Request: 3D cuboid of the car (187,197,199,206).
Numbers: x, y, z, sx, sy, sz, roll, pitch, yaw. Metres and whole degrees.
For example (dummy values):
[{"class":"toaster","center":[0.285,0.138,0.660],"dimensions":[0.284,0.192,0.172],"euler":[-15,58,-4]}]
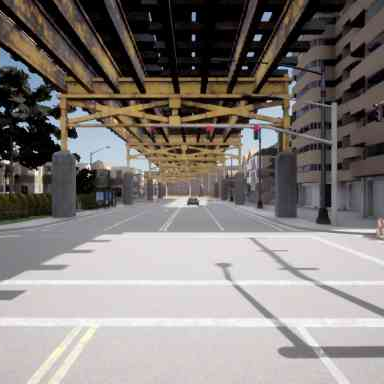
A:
[{"class":"car","center":[0.178,1.564,56.250],"dimensions":[1.994,1.385,4.181],"euler":[0,0,0]}]
